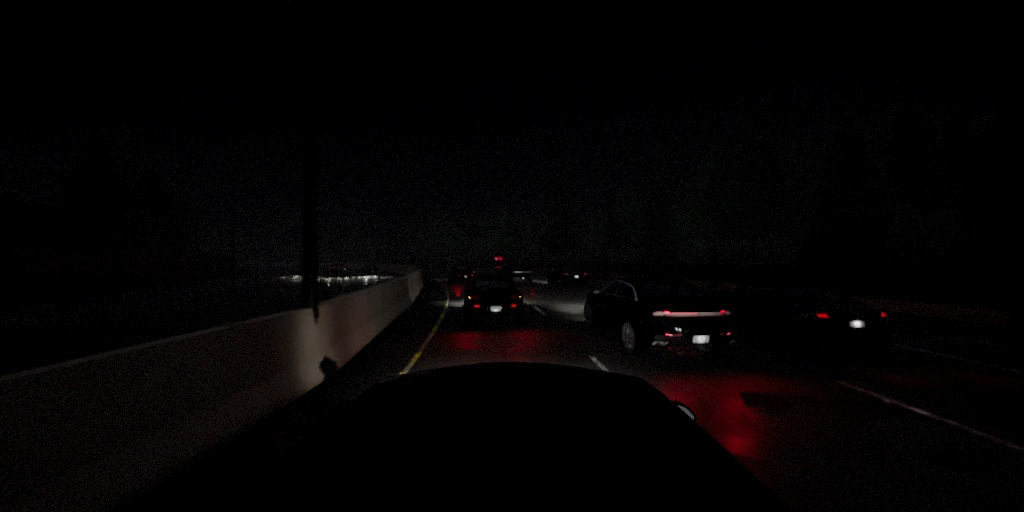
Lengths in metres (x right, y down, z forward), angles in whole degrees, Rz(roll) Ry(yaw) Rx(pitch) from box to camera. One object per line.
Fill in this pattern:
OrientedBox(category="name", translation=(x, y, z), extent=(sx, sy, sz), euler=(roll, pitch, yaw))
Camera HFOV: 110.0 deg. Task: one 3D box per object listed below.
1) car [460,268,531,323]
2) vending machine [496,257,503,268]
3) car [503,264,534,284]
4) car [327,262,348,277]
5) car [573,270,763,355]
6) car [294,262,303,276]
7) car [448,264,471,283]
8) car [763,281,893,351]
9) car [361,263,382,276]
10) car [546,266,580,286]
OrientedBox(category="car", translation=(-0.702, 1.314, 12.295), extent=(1.812, 1.442, 4.674), euler=(0, 0, -6))
OrientedBox(category="vending machine", translation=(-2.231, 1.156, 61.930), extent=(1.100, 2.100, 0.880), euler=(0, 0, -31))
OrientedBox(category="car", translation=(0.174, 1.325, 26.966), extent=(2.128, 1.511, 4.902), euler=(0, 0, -14))
OrientedBox(category="car", translation=(-19.518, 1.438, 40.072), extent=(1.882, 1.535, 5.008), euler=(0, 0, -25))
OrientedBox(category="car", translation=(3.167, 1.252, 8.705), extent=(2.128, 1.511, 4.902), euler=(0, 0, -3))
OrientedBox(category="car", translation=(-24.738, 1.469, 42.701), extent=(1.882, 1.535, 5.008), euler=(0, 0, -28))
OrientedBox(category="car", translation=(-4.168, 1.387, 29.568), extent=(1.812, 1.442, 4.674), euler=(0, 0, -16))
OrientedBox(category="car", translation=(6.635, 1.310, 9.024), extent=(1.994, 1.385, 4.181), euler=(0, 0, -4))
OrientedBox(category="car", translation=(-16.125, 1.514, 41.051), extent=(1.994, 1.385, 4.181), euler=(0, 0, -25))
OrientedBox(category="car", translation=(3.940, 1.380, 26.271), extent=(1.994, 1.385, 4.181), euler=(0, 0, -13))
